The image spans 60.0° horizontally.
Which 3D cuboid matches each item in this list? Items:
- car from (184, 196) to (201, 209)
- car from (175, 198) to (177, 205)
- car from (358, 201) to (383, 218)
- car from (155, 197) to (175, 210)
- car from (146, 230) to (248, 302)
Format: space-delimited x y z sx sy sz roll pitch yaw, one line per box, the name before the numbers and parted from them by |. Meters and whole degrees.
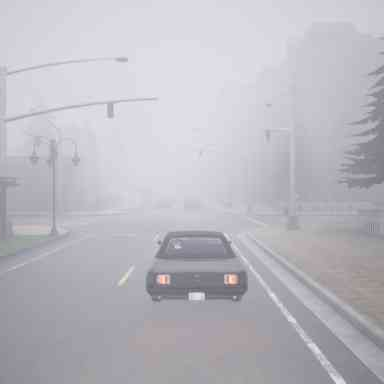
car | 0.087 1.332 44.051 2.097 1.767 4.553 0 0 0
car | -3.584 1.575 57.479 1.895 1.301 4.718 0 0 0
car | 16.861 1.480 28.536 5.008 1.535 1.882 0 0 -2
car | -3.606 1.506 42.705 1.812 1.442 4.674 0 0 1
car | 0.067 1.597 8.220 1.895 1.301 4.718 0 0 -1
